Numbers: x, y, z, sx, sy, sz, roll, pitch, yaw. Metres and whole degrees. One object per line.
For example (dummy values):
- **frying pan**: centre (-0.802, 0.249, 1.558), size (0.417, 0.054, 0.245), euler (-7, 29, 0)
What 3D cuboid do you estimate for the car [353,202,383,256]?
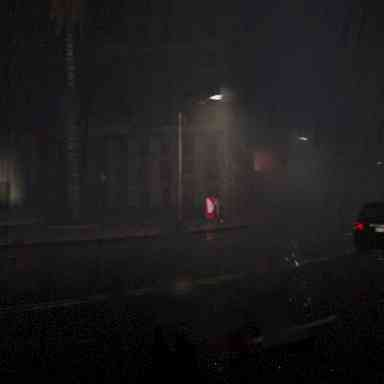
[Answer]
- **car**: centre (8.307, 1.396, 13.120), size (5.566, 2.045, 2.150), euler (1, -1, -44)

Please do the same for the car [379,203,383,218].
- **car**: centre (20.762, 1.926, 34.028), size (1.882, 1.535, 5.008), euler (0, -1, 17)
